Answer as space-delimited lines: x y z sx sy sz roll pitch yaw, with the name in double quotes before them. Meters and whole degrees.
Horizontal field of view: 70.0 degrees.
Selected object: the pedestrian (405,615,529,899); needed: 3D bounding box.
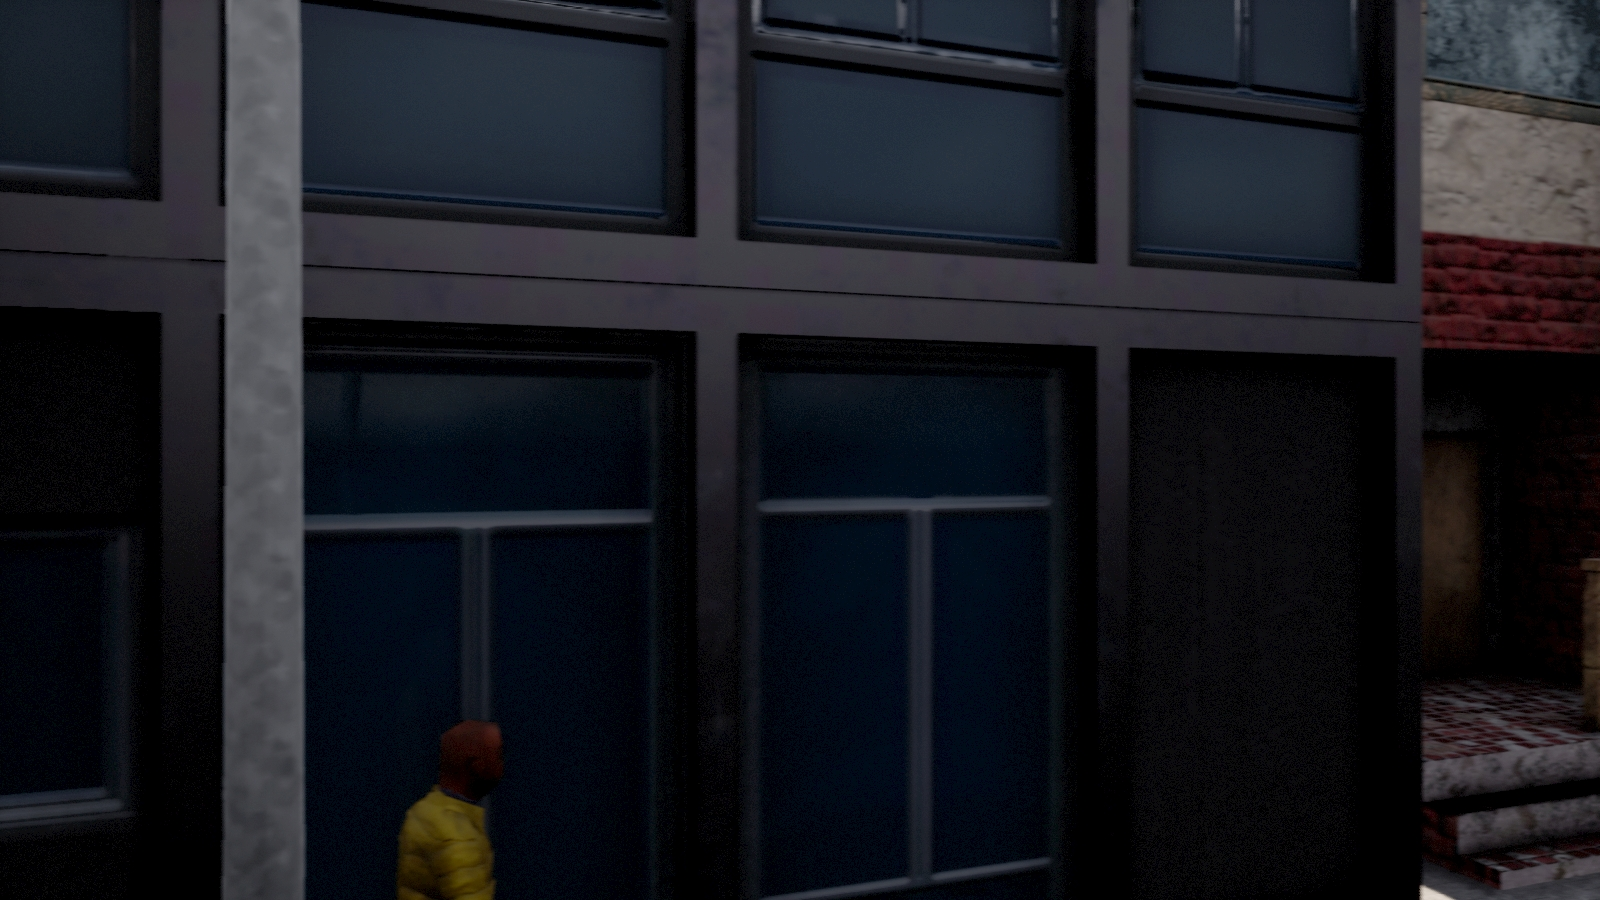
"pedestrian" -1.129 1.523 3.856 0.375 1.860 0.375 0 0 -21
